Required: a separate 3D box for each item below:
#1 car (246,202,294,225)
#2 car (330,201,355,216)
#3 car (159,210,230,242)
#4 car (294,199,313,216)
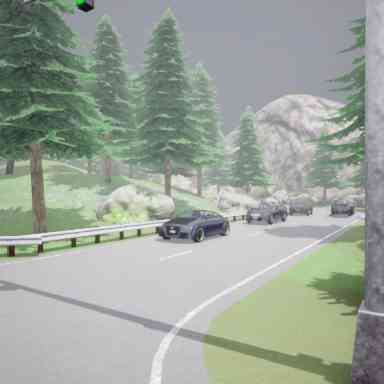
[{"bbox_3d":[5.659,1.511,24.816,2.128,1.511,4.902,0,0,33],"label":"car"},{"bbox_3d":[14.636,1.574,32.318,2.128,1.511,4.902,0,-1,28],"label":"car"},{"bbox_3d":[0.220,1.580,16.490,1.994,1.385,4.181,0,0,33],"label":"car"},{"bbox_3d":[11.028,1.528,33.509,1.837,1.490,4.892,0,0,26],"label":"car"}]
